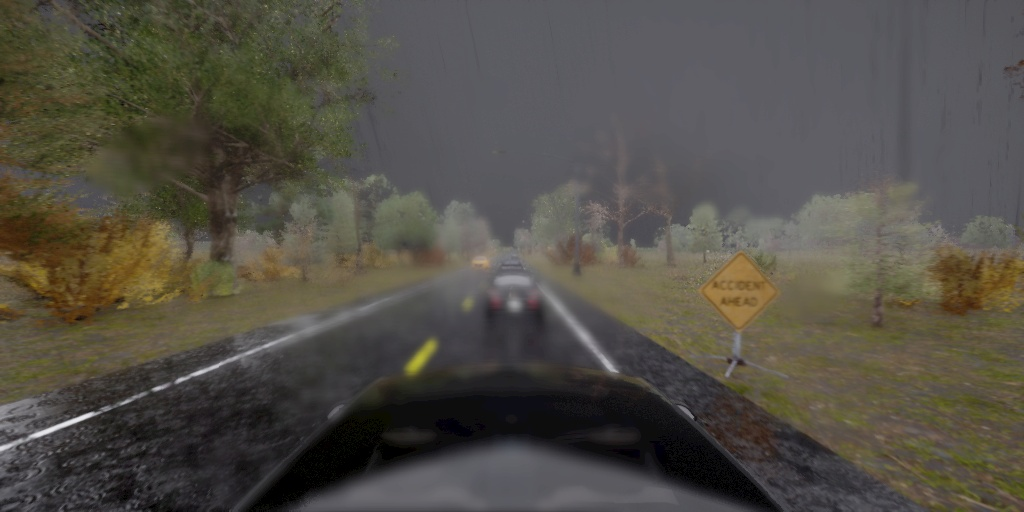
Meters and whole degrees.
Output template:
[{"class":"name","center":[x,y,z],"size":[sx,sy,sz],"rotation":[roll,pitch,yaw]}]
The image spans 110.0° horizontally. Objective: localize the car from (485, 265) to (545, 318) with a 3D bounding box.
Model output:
[{"class":"car","center":[0.090,1.198,12.449],"size":[1.812,1.442,4.674],"rotation":[0,1,0]}]

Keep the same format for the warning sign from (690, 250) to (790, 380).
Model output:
[{"class":"warning sign","center":[3.552,0.837,5.693],"size":[1.300,1.860,1.060],"rotation":[0,0,0]}]

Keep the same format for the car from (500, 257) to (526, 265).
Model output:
[{"class":"car","center":[0.096,1.046,27.664],"size":[2.128,1.511,4.902],"rotation":[0,0,0]}]

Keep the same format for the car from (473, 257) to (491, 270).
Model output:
[{"class":"car","center":[-3.570,0.904,43.352],"size":[1.882,1.535,5.008],"rotation":[0,1,0]}]
